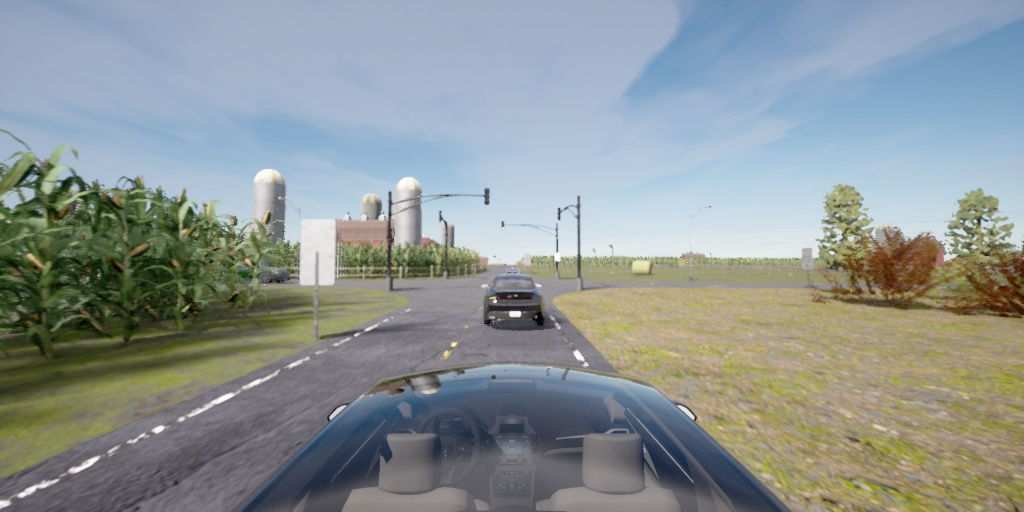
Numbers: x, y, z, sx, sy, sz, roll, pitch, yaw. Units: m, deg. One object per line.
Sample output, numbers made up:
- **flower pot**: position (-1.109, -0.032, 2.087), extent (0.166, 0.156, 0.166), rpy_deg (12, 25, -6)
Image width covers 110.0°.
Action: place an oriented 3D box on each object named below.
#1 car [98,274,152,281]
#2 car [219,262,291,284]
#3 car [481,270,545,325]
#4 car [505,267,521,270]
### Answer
- **car**: position (-30.128, 1.254, 27.017), extent (5.008, 1.535, 1.882), rpy_deg (0, -2, -3)
- **car**: position (-19.683, 1.219, 27.584), extent (4.553, 1.767, 2.097), rpy_deg (1, -2, -3)
- **car**: position (-0.004, 1.383, 12.361), extent (1.837, 1.490, 4.892), rpy_deg (0, -1, -2)
- **car**: position (0.083, 1.744, 34.669), extent (1.895, 1.301, 4.718), rpy_deg (0, -1, 0)
